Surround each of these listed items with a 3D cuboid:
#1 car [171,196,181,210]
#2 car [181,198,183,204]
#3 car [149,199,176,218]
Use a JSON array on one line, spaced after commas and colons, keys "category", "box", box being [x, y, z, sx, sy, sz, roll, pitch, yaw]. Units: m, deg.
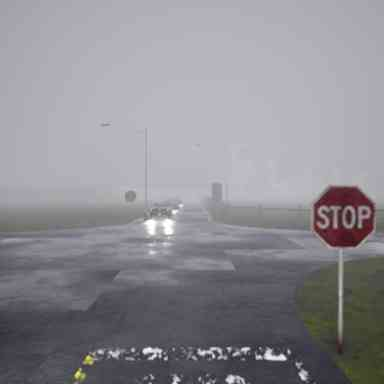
[{"category": "car", "box": [-2.773, 1.569, 42.970, 1.994, 1.385, 4.181, 0, 0, 0]}, {"category": "car", "box": [-2.687, 1.517, 61.244, 1.837, 1.490, 4.892, 0, 0, 1]}, {"category": "car", "box": [-2.784, 1.603, 30.581, 1.895, 1.301, 4.718, 0, 0, 0]}]
